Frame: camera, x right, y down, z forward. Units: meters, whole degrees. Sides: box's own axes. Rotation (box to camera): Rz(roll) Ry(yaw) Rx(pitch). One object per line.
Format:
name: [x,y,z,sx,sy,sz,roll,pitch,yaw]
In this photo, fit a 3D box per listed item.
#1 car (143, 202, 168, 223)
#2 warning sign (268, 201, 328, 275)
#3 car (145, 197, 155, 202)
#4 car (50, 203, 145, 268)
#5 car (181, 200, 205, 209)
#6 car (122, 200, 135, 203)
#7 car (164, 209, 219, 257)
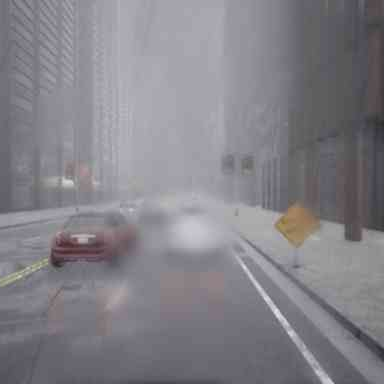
car: [-3.174,1.806,28.144,1.994,1.385,4.181,0,0,0]
warning sign: [2.862,1.195,9.123,1.300,1.860,1.060,1,0,0]
car: [-6.562,1.981,51.426,2.033,1.411,5.357,0,0,0]
car: [-3.181,1.453,11.857,2.097,1.767,4.553,0,-1,0]
car: [0.080,1.729,29.223,1.882,1.535,5.008,0,0,0]
car: [-9.811,1.960,51.625,1.812,1.442,4.674,0,-1,0]
car: [0.078,1.641,13.380,1.812,1.442,4.674,0,0,0]
